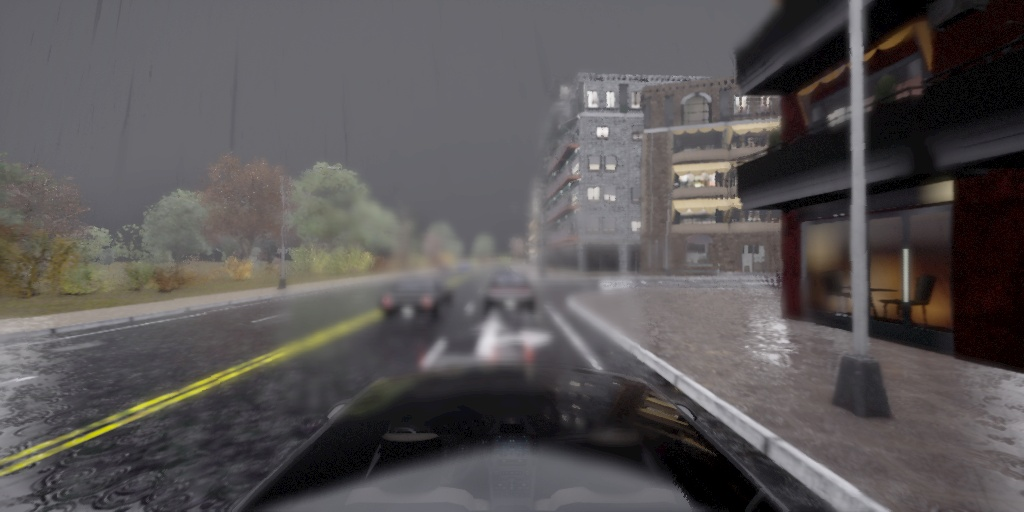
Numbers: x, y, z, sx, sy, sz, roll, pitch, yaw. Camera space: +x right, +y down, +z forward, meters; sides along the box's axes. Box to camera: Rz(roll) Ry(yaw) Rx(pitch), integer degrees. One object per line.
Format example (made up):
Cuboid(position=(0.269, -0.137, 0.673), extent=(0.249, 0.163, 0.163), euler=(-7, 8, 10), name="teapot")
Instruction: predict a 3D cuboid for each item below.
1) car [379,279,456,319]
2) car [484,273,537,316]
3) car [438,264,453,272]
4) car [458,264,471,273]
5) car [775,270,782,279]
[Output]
Cuboid(position=(-3.307, 1.508, 13.587), extent=(1.895, 1.301, 4.718), euler=(0, -1, 0), name="car")
Cuboid(position=(-0.061, 1.406, 14.203), extent=(2.128, 1.511, 4.902), euler=(0, -1, 0), name="car")
Cuboid(position=(-11.429, 2.138, 62.016), extent=(1.994, 1.385, 4.181), euler=(0, -1, -2), name="car")
Cuboid(position=(-8.179, 2.051, 62.051), extent=(1.882, 1.535, 5.008), euler=(0, -1, -2), name="car")
Cuboid(position=(22.298, 1.174, 26.859), extent=(4.207, 1.307, 1.802), euler=(0, 0, 15), name="car")
